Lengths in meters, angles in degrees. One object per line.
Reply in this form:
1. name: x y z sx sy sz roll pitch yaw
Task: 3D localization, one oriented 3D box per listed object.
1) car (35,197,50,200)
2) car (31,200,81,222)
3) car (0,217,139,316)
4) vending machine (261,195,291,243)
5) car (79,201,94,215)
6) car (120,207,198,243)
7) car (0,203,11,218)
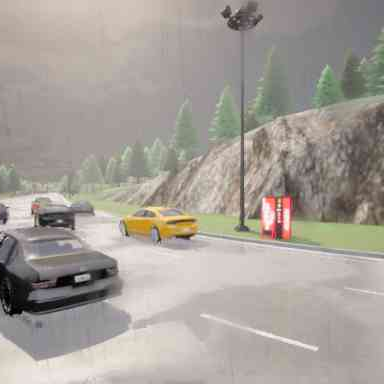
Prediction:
1. car: -15.669 1.352 34.874 2.097 1.767 4.553 0 0 -25
2. car: -8.363 1.478 20.129 1.882 1.535 5.008 0 -1 -30
3. car: -3.645 1.548 7.612 2.033 1.411 5.357 0 0 -44
4. vending machine: 3.897 1.195 15.386 1.100 2.100 0.880 0 0 -44
5. car: -11.073 1.563 33.361 1.994 1.385 4.181 0 0 -26
6. car: -1.787 1.477 16.298 1.882 1.535 5.008 0 0 -38
7. car: -14.789 1.525 24.981 1.812 1.442 4.674 0 0 -26
